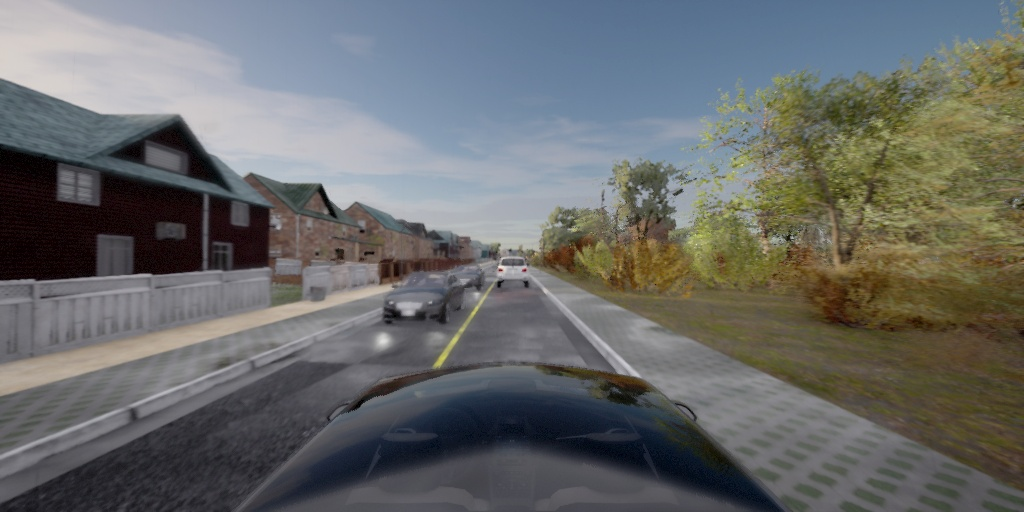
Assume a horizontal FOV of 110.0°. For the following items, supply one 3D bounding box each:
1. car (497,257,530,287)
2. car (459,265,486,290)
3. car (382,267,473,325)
[{"bbox_3d":[0.090,1.064,25.634,2.150,2.045,5.566,0,0,1],"label":"car"},{"bbox_3d":[-2.743,1.322,23.086,2.128,1.511,4.902,0,0,0],"label":"car"},{"bbox_3d":[-2.764,1.283,12.092,2.128,1.511,4.902,0,0,0],"label":"car"}]
